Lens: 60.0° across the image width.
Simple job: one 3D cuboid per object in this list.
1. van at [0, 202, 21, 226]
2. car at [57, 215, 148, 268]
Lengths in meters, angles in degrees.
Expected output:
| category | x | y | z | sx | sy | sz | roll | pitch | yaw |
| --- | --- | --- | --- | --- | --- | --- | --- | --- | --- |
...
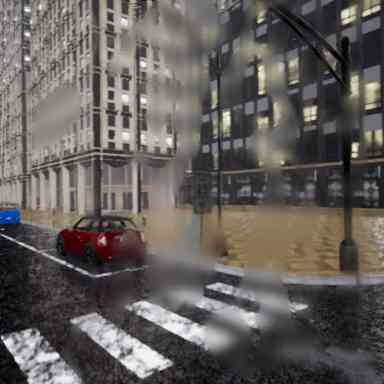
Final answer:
| category | x | y | z | sx | sy | sz | roll | pitch | yaw |
| --- | --- | --- | --- | --- | --- | --- | --- | --- | --- |
| van | -14.058 | 1.636 | 24.873 | 1.690 | 1.788 | 3.998 | 0 | -1 | -39 |
| car | -3.308 | 1.532 | 11.774 | 1.967 | 1.590 | 4.097 | 0 | -1 | -39 |
